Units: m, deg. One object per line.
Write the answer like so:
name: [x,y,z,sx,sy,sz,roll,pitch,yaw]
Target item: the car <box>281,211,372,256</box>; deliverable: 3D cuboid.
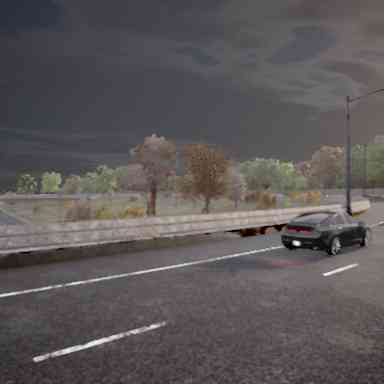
car: [5.435,1.512,13.200,4.892,1.490,1.837,-1,0,-42]
